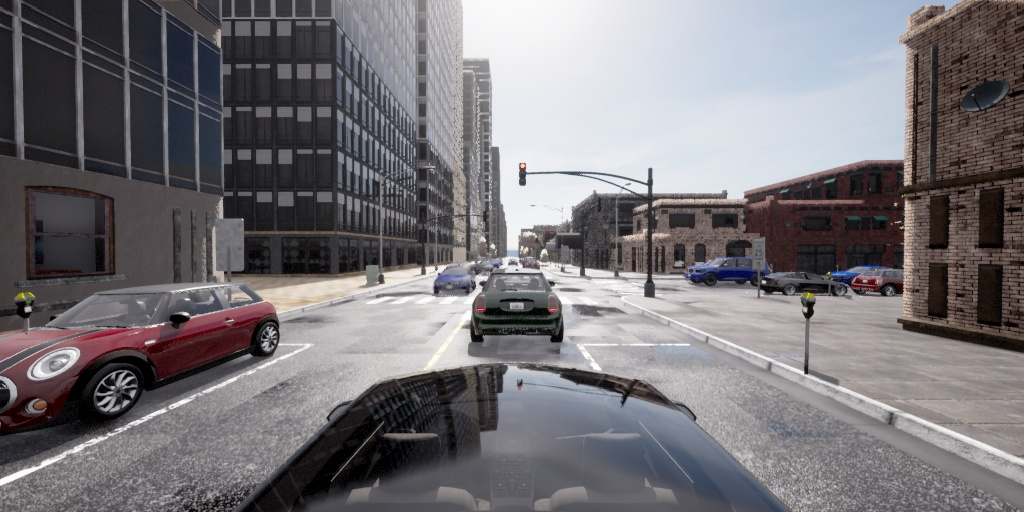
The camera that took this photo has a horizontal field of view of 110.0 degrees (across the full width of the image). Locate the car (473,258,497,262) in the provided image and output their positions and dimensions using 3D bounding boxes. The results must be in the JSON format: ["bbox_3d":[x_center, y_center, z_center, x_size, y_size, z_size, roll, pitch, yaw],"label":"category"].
[{"bbox_3d":[-3.042,1.266,40.705,1.812,1.442,4.674,0,0,0],"label":"car"}]

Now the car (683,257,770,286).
[{"bbox_3d":[15.765,1.105,26.203,5.566,2.045,2.150,1,1,1],"label":"car"}]

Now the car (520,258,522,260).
[{"bbox_3d":[2.774,1.052,60.384,2.192,1.841,5.009,0,0,0],"label":"car"}]

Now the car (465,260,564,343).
[{"bbox_3d":[0.147,1.100,9.871,2.097,1.767,4.553,0,0,1],"label":"car"}]

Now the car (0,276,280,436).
[{"bbox_3d":[-5.686,1.189,5.572,1.967,1.591,4.097,0,0,0],"label":"car"}]

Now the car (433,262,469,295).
[{"bbox_3d":[-3.076,1.270,19.935,1.812,1.442,4.674,0,0,0],"label":"car"}]

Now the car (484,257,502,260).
[{"bbox_3d":[-3.005,1.214,57.996,1.882,1.535,5.008,0,0,0],"label":"car"}]

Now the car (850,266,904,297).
[{"bbox_3d":[21.986,1.474,20.336,4.097,1.591,1.967,0,0,1],"label":"car"}]

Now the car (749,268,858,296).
[{"bbox_3d":[16.438,1.547,20.415,4.313,1.339,1.948,0,0,1],"label":"car"}]

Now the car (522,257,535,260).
[{"bbox_3d":[2.758,1.179,49.096,1.967,1.591,4.097,0,0,0],"label":"car"}]

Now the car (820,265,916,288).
[{"bbox_3d":[25.733,1.456,26.063,5.008,1.535,1.882,1,1,1],"label":"car"}]
